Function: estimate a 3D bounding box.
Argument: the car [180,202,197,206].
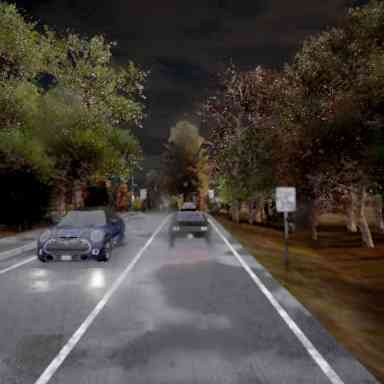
[{"bbox_3d":[-0.403,1.847,39.429,2.033,1.411,5.357,0,-2,0],"label":"car"}]

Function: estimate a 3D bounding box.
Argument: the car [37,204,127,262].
[{"bbox_3d":[-3.740,1.359,12.070,2.097,1.767,4.553,0,0,-1],"label":"car"}]

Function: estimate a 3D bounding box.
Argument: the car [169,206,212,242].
[{"bbox_3d":[-0.104,1.613,16.515,1.895,1.301,4.718,0,0,-1],"label":"car"}]
